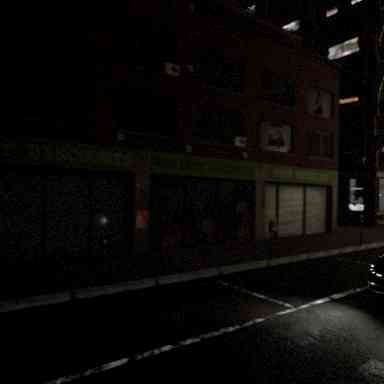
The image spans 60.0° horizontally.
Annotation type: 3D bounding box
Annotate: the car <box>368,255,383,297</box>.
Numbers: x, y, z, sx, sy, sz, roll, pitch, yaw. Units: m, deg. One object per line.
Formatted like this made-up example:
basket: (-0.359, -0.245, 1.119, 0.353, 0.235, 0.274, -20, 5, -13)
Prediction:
car: (5.939, 1.605, 7.623, 4.892, 1.490, 1.837, 1, 0, -36)
